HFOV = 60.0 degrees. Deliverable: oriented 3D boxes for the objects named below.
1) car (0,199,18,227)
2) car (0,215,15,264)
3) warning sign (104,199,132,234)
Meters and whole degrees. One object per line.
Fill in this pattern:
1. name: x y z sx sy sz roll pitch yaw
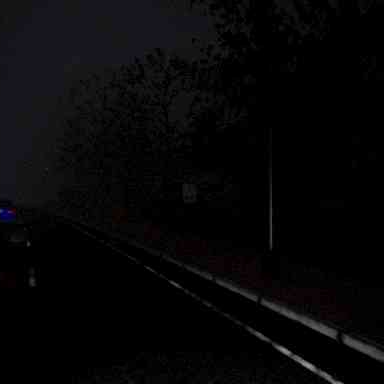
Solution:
1. car: -14.241 1.490 24.619 2.150 2.045 5.566 0 0 -28
2. car: -7.557 1.732 11.873 1.895 1.301 4.718 0 -1 -27
3. warning sign: -4.168 1.319 18.641 1.300 1.860 1.060 1 -1 -27
